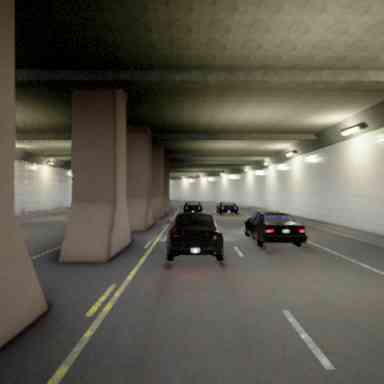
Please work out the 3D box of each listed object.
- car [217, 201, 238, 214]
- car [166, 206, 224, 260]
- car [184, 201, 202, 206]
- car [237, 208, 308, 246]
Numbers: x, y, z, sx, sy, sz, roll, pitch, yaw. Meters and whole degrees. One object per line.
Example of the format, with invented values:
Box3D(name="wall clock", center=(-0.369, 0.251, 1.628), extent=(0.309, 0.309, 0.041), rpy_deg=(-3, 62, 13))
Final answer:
Box3D(name="car", center=(3.598, 1.598, 34.584), extent=(1.895, 1.301, 4.718), rpy_deg=(0, 0, 0))
Box3D(name="car", center=(0.100, 1.504, 12.415), extent=(1.837, 1.490, 4.892), rpy_deg=(0, 0, 0))
Box3D(name="car", center=(0.098, 1.598, 34.587), extent=(1.895, 1.301, 4.718), rpy_deg=(0, 0, 0))
Box3D(name="car", center=(3.600, 1.546, 15.240), extent=(2.033, 1.411, 5.357), rpy_deg=(0, 0, 0))
